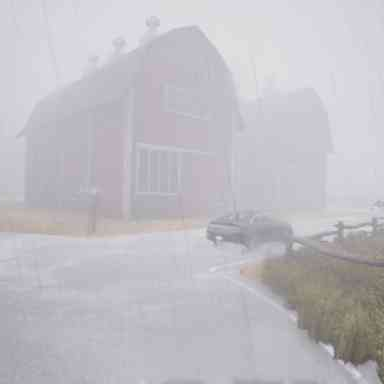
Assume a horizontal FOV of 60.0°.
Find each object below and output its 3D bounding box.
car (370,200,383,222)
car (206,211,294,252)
[{"bbox_3d":[17.644,1.722,29.117,5.566,2.045,2.150,2,0,-40],"label":"car"},{"bbox_3d":[2.667,1.566,14.308,2.128,1.511,4.902,1,0,42],"label":"car"}]
